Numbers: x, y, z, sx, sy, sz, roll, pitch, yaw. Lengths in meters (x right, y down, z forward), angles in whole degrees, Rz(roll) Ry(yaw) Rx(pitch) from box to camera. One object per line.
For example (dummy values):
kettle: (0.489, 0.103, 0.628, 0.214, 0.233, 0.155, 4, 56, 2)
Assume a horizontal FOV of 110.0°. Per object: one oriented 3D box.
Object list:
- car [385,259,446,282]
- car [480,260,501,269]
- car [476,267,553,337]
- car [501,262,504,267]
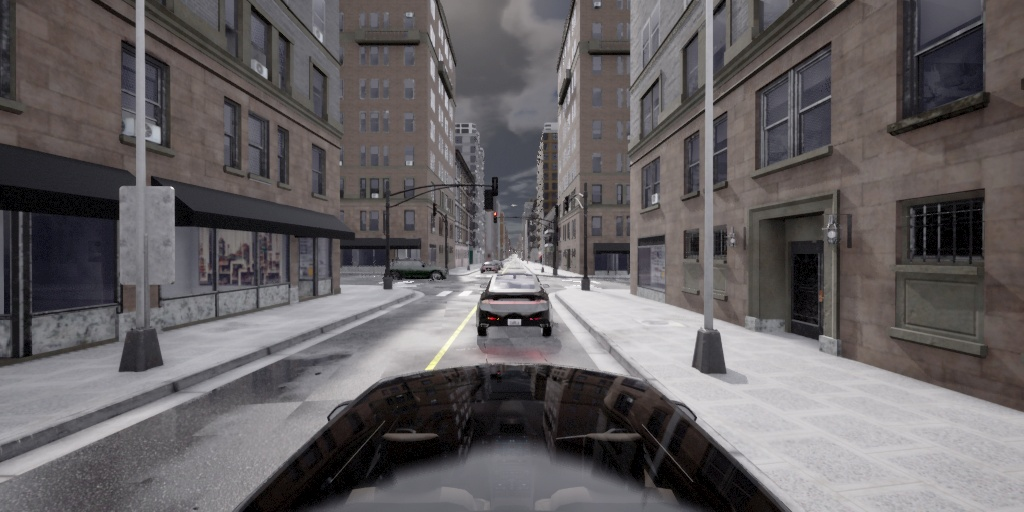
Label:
car: (-7.426, 1.047, 27.766, 4.553, 1.767, 2.097, 1, 0, -19)
car: (-2.713, 1.371, 43.967, 1.994, 1.385, 4.181, 0, 0, 1)
car: (0.075, 1.243, 10.311, 2.128, 1.511, 4.902, 0, 0, 1)
car: (-2.617, 1.332, 53.919, 1.837, 1.490, 4.892, 0, 0, 0)
